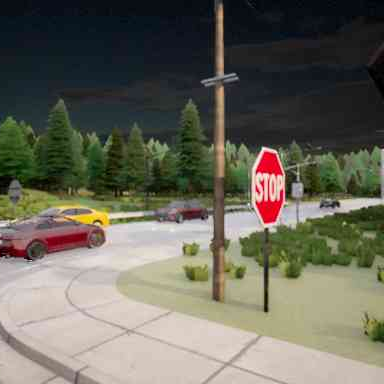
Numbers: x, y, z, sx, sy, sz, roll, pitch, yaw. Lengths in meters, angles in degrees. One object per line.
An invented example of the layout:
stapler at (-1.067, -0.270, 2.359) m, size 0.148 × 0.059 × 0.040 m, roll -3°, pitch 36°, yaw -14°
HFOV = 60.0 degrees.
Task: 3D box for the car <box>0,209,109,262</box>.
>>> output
car at (-5.144, 1.537, 12.273) m, size 1.994 × 1.385 × 4.181 m, roll 0°, pitch 0°, yaw 28°

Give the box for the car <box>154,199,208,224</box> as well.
car at (-0.752, 1.317, 24.692) m, size 2.097 × 1.767 × 4.553 m, roll 0°, pitch 0°, yaw 37°

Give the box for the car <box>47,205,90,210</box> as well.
car at (-6.559, 1.441, 16.852) m, size 1.882 × 1.535 × 5.008 m, roll 0°, pitch 0°, yaw 37°

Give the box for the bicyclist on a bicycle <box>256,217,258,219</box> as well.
bicyclist on a bicycle at (4.325, 1.283, 18.975) m, size 1.656 × 1.620 × 0.582 m, roll 0°, pitch 0°, yaw 37°

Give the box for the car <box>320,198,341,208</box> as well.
car at (18.419, 1.501, 44.357) m, size 1.812 × 1.442 × 4.674 m, roll 0°, pitch 0°, yaw 36°

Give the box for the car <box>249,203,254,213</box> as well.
car at (7.993, 1.443, 36.478) m, size 1.882 × 1.535 × 5.008 m, roll 0°, pitch 0°, yaw 37°
